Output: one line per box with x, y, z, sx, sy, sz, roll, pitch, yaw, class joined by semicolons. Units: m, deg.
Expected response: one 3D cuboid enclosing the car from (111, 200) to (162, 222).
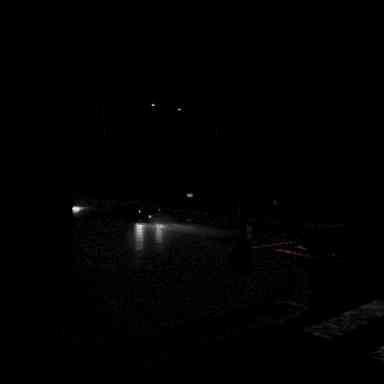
-3.960;1.252;23.219;1.895;1.301;4.718;0;1;-35;car

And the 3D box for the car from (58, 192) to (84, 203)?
-17.182;0.712;47.125;2.033;1.411;5.357;0;1;-35;car

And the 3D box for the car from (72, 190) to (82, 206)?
-14.936;0.550;38.879;2.150;2.045;5.566;0;1;-33;car

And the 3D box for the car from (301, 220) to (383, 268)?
5.665;1.525;9.548;1.895;1.301;4.718;-1;1;-35;car
